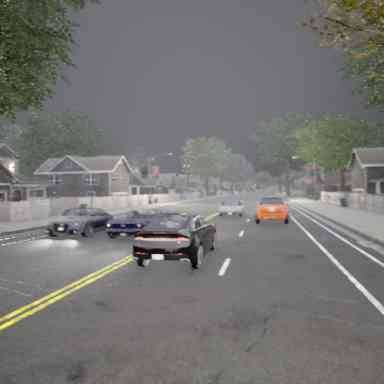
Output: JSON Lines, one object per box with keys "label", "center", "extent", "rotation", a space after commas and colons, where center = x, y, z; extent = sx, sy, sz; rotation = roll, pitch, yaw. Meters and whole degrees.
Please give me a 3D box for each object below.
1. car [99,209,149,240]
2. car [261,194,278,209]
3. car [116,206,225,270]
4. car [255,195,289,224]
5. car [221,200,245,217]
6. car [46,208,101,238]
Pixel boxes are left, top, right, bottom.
{"label": "car", "center": [-2.534, 1.530, 16.710], "extent": [1.895, 1.301, 4.718], "rotation": [-1, 0, 13]}
{"label": "car", "center": [9.387, 1.112, 40.484], "extent": [1.882, 1.535, 5.008], "rotation": [-1, 0, 12]}
{"label": "car", "center": [-0.361, 1.428, 10.892], "extent": [2.128, 1.511, 4.902], "rotation": [-1, 0, 12]}
{"label": "car", "center": [5.581, 1.137, 23.129], "extent": [2.097, 1.767, 4.553], "rotation": [-1, 0, 14]}
{"label": "car", "center": [3.514, 1.379, 28.745], "extent": [1.895, 1.301, 4.718], "rotation": [-1, 0, 12]}
{"label": "car", "center": [-5.691, 1.530, 17.489], "extent": [1.994, 1.385, 4.181], "rotation": [-1, 0, 12]}
